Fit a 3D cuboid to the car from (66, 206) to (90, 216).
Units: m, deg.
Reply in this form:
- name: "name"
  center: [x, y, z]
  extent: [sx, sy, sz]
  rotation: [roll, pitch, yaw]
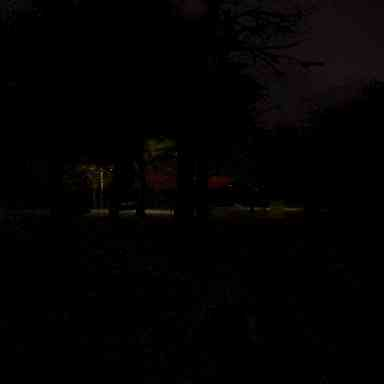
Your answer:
- name: "car"
  center: [-19.402, 3.105, 55.763]
  extent: [1.882, 1.535, 5.008]
  rotation: [0, -1, 36]

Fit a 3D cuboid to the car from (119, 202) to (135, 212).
- name: "car"
  center: [-15.169, 3.296, 73.604]
  extent: [2.150, 2.045, 5.566]
  rotation: [0, -1, 36]
